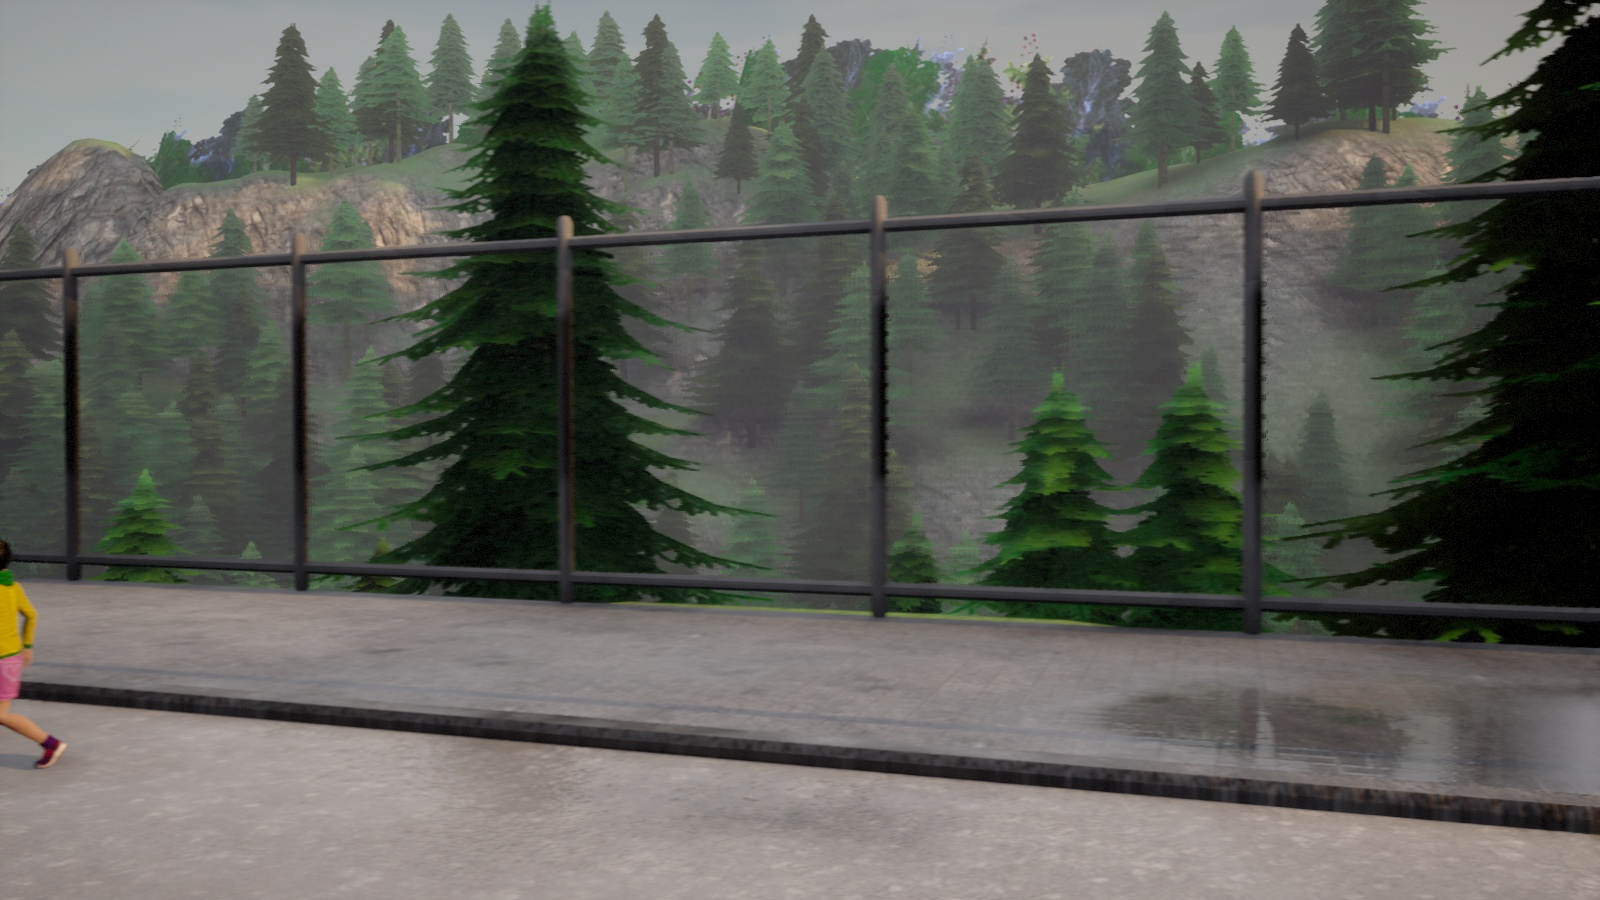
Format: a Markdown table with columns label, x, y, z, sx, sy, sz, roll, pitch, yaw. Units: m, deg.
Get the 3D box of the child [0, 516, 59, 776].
| label | x | y | z | sx | sy | sz | roll | pitch | yaw |
| --- | --- | --- | --- | --- | --- | --- | --- | --- | --- |
| child | -3.745 | 0.899 | 5.816 | 0.473 | 1.160 | 0.299 | 0 | 1 | -16 |
